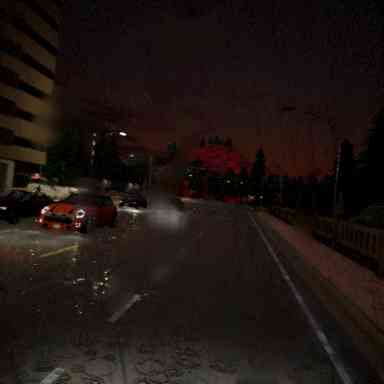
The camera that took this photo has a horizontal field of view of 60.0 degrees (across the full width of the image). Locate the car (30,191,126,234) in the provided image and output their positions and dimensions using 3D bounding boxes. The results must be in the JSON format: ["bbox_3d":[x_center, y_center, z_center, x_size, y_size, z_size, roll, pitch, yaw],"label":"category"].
[{"bbox_3d":[-5.131,0.850,15.743,2.097,1.767,4.553,6,0,8],"label":"car"}]

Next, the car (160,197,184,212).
[{"bbox_3d":[-2.086,1.356,36.553,1.837,1.490,4.892,6,-1,9],"label":"car"}]

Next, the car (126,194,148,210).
[{"bbox_3d":[-5.946,0.977,34.341,1.812,1.442,4.674,6,0,9],"label":"car"}]

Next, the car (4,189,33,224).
[{"bbox_3d":[-8.549,0.642,16.547,2.128,1.511,4.902,6,0,8],"label":"car"}]

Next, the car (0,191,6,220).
[{"bbox_3d":[-6.441,0.700,6.698,2.097,1.767,4.553,6,0,8],"label":"car"}]
